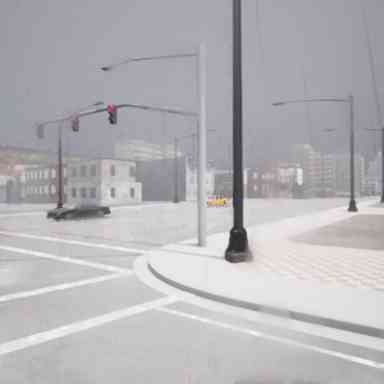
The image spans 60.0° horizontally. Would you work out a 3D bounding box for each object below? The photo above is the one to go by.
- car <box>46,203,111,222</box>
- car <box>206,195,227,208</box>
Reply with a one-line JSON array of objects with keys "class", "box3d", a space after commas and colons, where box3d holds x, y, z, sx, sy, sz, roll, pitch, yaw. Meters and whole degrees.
[{"class": "car", "box3d": [-9.326, 1.597, 27.861, 2.033, 1.411, 5.357, -1, 0, 37]}, {"class": "car", "box3d": [2.793, 1.202, 44.048, 1.882, 1.535, 5.008, -1, 1, 37]}]
